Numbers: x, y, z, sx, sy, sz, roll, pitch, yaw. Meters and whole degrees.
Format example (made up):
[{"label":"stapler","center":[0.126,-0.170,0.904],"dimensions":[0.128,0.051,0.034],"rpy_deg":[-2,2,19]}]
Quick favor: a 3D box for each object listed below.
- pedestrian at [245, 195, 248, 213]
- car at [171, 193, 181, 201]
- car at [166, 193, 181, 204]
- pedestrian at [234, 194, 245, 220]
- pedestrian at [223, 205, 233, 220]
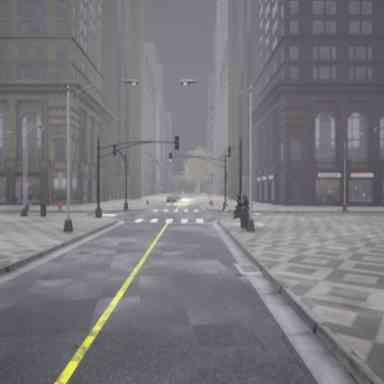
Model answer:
[{"label":"pedestrian","center":[3.675,1.029,23.086],"dimensions":[0.375,1.860,0.375],"rpy_deg":[0,0,0]},{"label":"car","center":[-3.559,1.017,73.814],"dimensions":[2.097,1.767,4.553],"rpy_deg":[0,0,0]},{"label":"car","center":[-3.506,1.266,58.416],"dimensions":[2.033,1.411,5.357],"rpy_deg":[0,0,0]},{"label":"pedestrian","center":[3.195,1.033,22.481],"dimensions":[0.375,1.860,0.375],"rpy_deg":[0,0,0]},{"label":"pedestrian","center":[2.492,1.404,23.677],"dimensions":[0.500,1.100,0.500],"rpy_deg":[0,0,0]}]
